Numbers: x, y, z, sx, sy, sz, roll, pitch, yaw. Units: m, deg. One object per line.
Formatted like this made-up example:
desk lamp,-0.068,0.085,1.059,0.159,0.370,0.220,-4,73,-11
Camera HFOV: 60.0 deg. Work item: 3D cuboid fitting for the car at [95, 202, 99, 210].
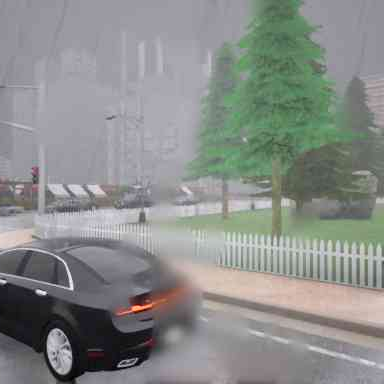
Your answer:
car,-12.883,1.478,37.583,1.882,1.535,5.008,0,0,34

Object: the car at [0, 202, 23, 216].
car,-18.020,1.601,30.051,1.895,1.301,4.718,0,0,36

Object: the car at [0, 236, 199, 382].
car,-2.178,1.505,5.481,4.892,1.490,1.837,0,0,36

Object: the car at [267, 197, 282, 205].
car,14.945,1.564,59.830,1.994,1.385,4.181,0,0,34

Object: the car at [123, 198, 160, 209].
car,-6.980,1.547,46.363,2.033,1.411,5.357,0,0,34

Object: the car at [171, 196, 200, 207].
car,-1.146,1.352,48.744,2.097,1.767,4.553,0,0,34

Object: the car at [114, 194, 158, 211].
car,-6.851,1.221,40.283,2.150,2.045,5.566,0,0,34

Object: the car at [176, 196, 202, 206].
car,-0.454,1.502,56.002,1.837,1.490,4.892,0,1,34

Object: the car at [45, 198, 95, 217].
car,-12.325,1.491,32.136,2.128,1.511,4.902,0,0,34
